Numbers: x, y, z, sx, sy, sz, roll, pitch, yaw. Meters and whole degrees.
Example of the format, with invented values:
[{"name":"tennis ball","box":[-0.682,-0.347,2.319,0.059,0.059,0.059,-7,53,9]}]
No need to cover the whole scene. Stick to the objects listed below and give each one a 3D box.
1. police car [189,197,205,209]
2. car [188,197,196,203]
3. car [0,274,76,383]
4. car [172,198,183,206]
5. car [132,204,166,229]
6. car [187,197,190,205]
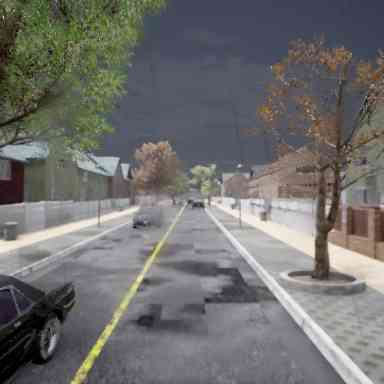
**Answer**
[{"name":"police car","box":[0.947,1.714,50.301,1.930,1.638,5.238,0,0,0]},{"name":"car","box":[-0.023,1.879,83.414,1.812,1.442,4.674,0,0,0]},{"name":"car","box":[-2.810,1.619,3.136,1.895,1.301,4.718,0,0,0]},{"name":"car","box":[-2.786,1.871,64.528,2.128,1.511,4.902,0,0,1]},{"name":"car","box":[-2.855,1.632,22.761,1.837,1.490,4.892,0,0,0]},{"name":"car","box":[-0.019,1.833,68.027,1.882,1.535,5.008,0,0,0]}]
